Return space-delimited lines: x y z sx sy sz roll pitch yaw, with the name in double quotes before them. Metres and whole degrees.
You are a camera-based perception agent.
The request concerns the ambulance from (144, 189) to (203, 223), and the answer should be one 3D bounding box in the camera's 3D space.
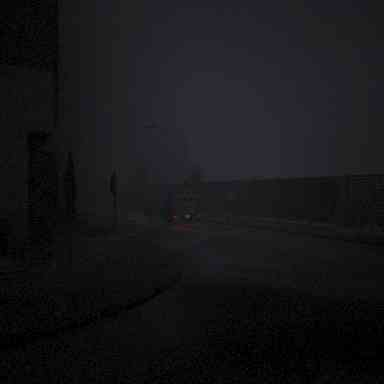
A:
"ambulance" -1.760 1.031 26.109 2.351 2.431 6.366 0 0 -30
